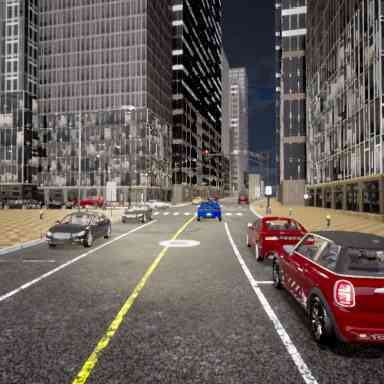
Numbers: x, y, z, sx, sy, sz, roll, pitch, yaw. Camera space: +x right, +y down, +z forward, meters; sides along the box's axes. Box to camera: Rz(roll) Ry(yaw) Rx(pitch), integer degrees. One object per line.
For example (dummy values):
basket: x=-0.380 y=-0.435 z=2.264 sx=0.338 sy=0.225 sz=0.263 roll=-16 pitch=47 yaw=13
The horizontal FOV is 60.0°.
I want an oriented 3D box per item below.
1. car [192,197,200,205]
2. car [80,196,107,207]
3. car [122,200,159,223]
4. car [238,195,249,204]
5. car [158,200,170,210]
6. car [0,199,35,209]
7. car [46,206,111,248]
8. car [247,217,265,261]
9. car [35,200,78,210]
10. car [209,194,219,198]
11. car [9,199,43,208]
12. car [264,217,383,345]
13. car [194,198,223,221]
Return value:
car: x=1.158 y=1.641 z=62.528 sx=1.752 sy=1.417 sz=4.829 roll=1 pitch=0 yaw=12
car: x=-15.150 y=1.535 z=49.599 sx=5.009 sy=1.841 sz=2.192 roll=0 pitch=-1 yaw=13
car: x=-4.130 y=1.574 z=25.665 sx=2.008 sy=1.369 sz=4.403 roll=1 pitch=0 yaw=5
car: x=10.075 y=1.411 z=65.083 sx=2.192 sy=1.841 sz=5.009 roll=1 pitch=0 yaw=13
car: x=-5.341 y=1.700 z=44.007 sx=4.718 sy=1.301 sz=1.895 roll=-1 pitch=-1 yaw=30
car: x=-22.402 y=1.653 z=43.217 sx=4.403 sy=1.369 sz=2.008 roll=0 pitch=-1 yaw=13
car: x=-4.881 y=1.561 z=14.875 sx=2.008 sy=1.369 sz=4.403 roll=1 pitch=0 yaw=3
car: x=3.006 y=1.547 z=11.967 sx=1.887 sy=1.381 sz=4.507 roll=1 pitch=0 yaw=3
car: x=-16.961 y=1.637 z=41.927 sx=4.313 sy=1.339 sz=1.947 roll=0 pitch=-1 yaw=13
car: x=5.152 y=1.491 z=78.767 sx=2.192 sy=1.841 sz=5.009 roll=1 pitch=0 yaw=14
car: x=-26.037 y=1.833 z=52.177 sx=4.403 sy=1.369 sz=2.008 roll=0 pitch=-1 yaw=13
car: x=2.814 y=1.441 z=6.327 sx=1.967 sy=1.590 sz=4.097 roll=1 pitch=0 yaw=2
car: x=1.478 y=1.494 z=27.135 sx=1.882 sy=1.535 sz=5.008 roll=0 pitch=0 yaw=5
